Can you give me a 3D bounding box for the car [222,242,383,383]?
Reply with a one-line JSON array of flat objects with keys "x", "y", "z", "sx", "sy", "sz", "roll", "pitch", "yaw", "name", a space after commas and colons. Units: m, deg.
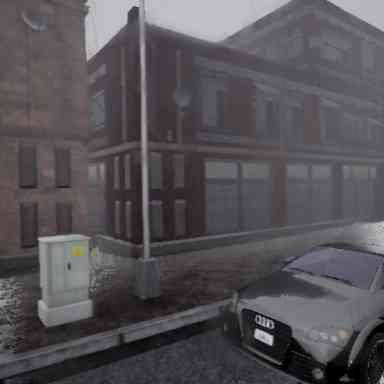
[{"x": 2.481, "y": 1.527, "z": 5.149, "sx": 4.181, "sy": 1.385, "sz": 1.994, "roll": -1, "pitch": 1, "yaw": -35, "name": "car"}]
